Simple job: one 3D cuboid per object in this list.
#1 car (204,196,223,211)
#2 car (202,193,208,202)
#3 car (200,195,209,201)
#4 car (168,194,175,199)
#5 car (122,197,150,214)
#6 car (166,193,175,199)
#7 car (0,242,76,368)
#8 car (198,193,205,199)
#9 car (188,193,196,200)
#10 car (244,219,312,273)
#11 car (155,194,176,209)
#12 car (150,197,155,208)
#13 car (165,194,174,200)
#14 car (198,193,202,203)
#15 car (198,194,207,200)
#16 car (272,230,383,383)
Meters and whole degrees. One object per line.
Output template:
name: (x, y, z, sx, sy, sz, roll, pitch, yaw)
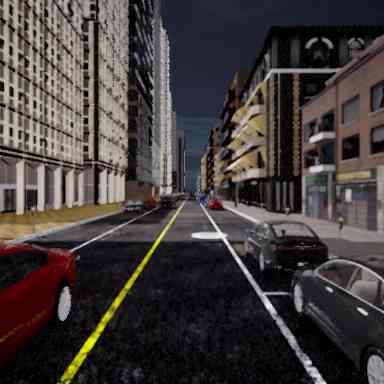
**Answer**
car: (2.684, 1.428, 38.479, 1.802, 1.307, 4.206, 0, 0, 0)
car: (2.682, 1.265, 44.127, 1.967, 1.590, 4.097, 0, 0, 0)
car: (2.677, 1.292, 72.370, 1.947, 1.339, 4.313, 0, 0, 0)
car: (-5.709, 1.181, 94.792, 1.752, 1.417, 4.829, 0, 0, 0)
car: (-5.695, 1.417, 32.828, 2.008, 1.369, 4.403, 0, 0, 0)
car: (-5.708, 1.112, 89.314, 1.967, 1.590, 4.097, 0, 0, 0)
car: (-3.089, 1.459, 4.190, 1.882, 1.535, 5.008, 0, 0, 0)
car: (2.671, 1.096, 94.963, 1.967, 1.590, 4.097, 0, 0, 0)
car: (-0.017, 1.082, 80.162, 2.128, 1.511, 4.902, 0, 0, 0)
car: (2.690, 1.508, 10.236, 2.008, 1.369, 4.403, 0, 0, 0)
car: (-3.096, 1.338, 41.561, 1.837, 1.490, 4.892, 0, 0, 0)
car: (-5.698, 1.369, 44.126, 1.887, 1.381, 4.507, 0, 0, 0)
car: (-5.706, 1.240, 83.664, 2.008, 1.369, 4.403, 0, 0, 0)
car: (2.348, 1.239, 61.783, 1.882, 1.535, 5.008, 0, 0, 0)
car: (2.674, 1.240, 83.667, 2.008, 1.369, 4.403, 0, 0, 0)
car: (2.691, 1.531, 4.588, 2.008, 1.369, 4.403, 0, 0, 0)
